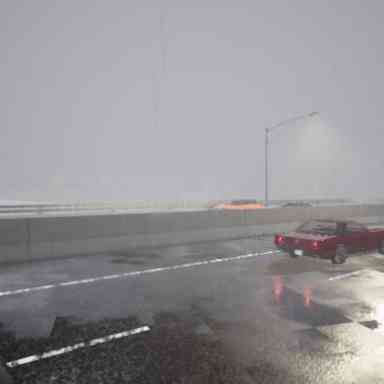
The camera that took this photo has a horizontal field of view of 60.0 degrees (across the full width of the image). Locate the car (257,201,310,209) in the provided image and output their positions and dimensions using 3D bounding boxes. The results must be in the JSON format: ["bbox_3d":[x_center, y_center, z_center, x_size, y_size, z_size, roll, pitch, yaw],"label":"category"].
[{"bbox_3d":[7.822,1.517,26.634,4.892,1.490,1.837,0,0,-35],"label":"car"}]

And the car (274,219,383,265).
[{"bbox_3d":[5.150,1.604,11.697,4.718,1.301,1.895,0,0,-35],"label":"car"}]

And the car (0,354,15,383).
[{"bbox_3d":[-3.384,1.505,1.319,4.892,1.490,1.837,0,0,-36],"label":"car"}]

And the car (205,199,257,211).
[{"bbox_3d":[3.759,1.363,28.063,4.553,1.767,2.097,0,0,-35],"label":"car"}]

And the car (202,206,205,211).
[{"bbox_3d":[3.149,1.504,31.905,4.902,1.511,2.128,0,0,-34],"label":"car"}]
